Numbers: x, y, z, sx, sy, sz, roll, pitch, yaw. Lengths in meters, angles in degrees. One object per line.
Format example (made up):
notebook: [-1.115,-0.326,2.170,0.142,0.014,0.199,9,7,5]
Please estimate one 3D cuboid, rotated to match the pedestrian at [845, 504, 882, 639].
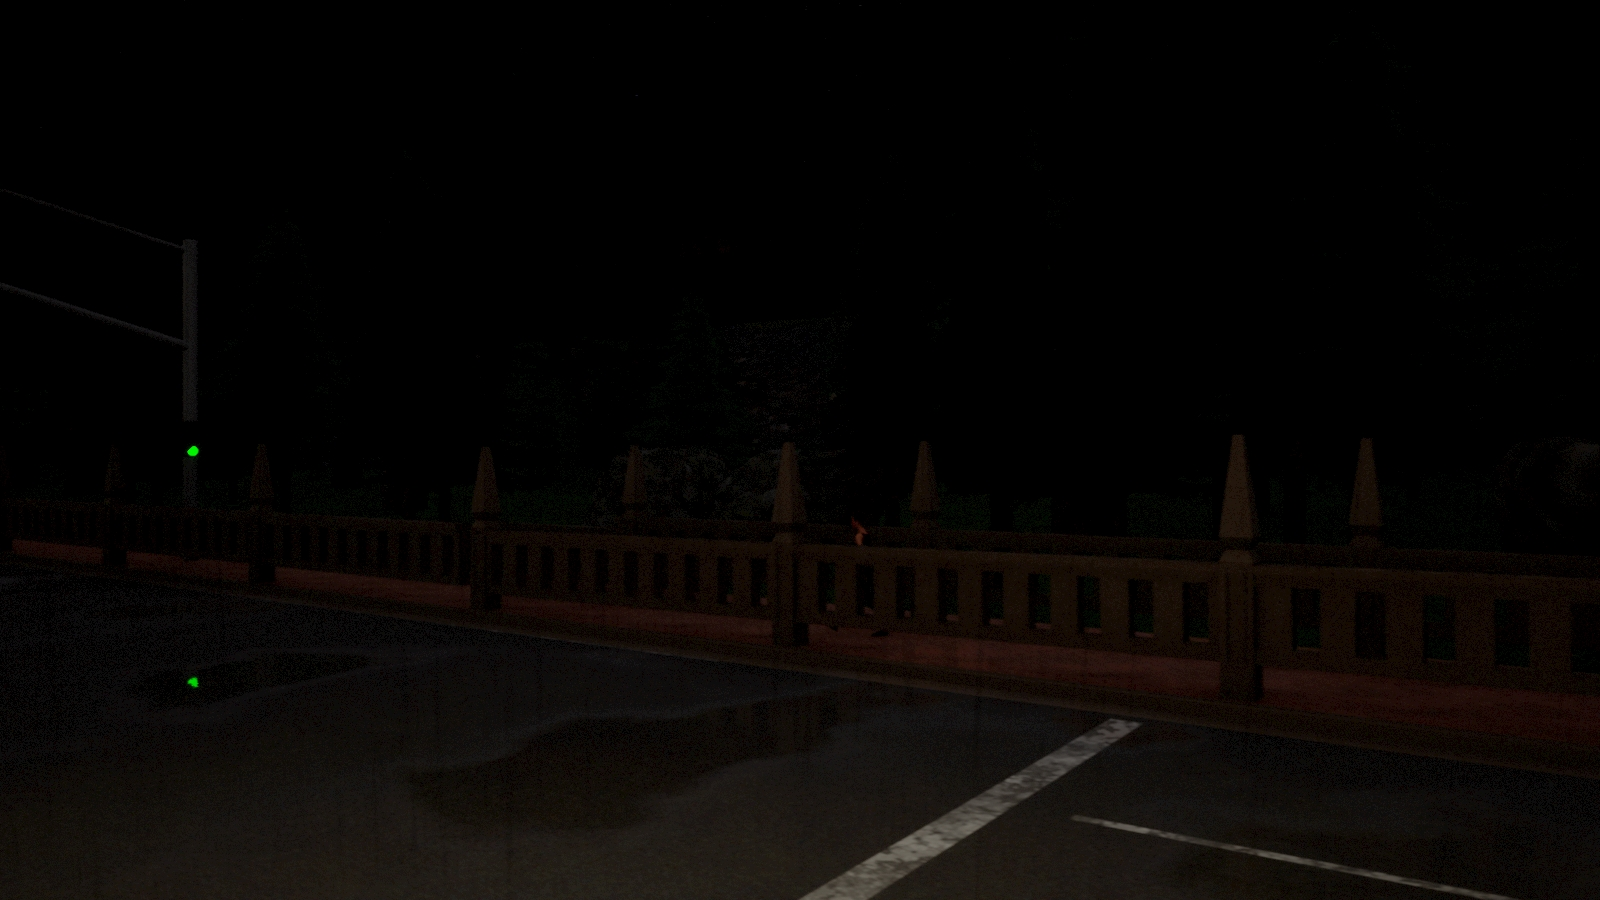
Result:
pedestrian: [0.898,1.701,16.157,0.375,1.860,0.375,0,0,35]
